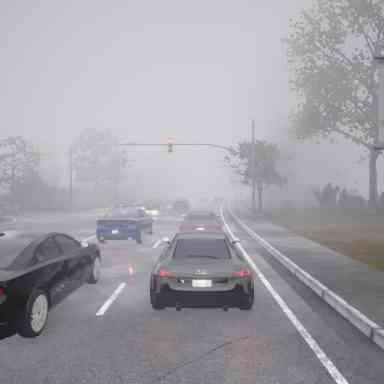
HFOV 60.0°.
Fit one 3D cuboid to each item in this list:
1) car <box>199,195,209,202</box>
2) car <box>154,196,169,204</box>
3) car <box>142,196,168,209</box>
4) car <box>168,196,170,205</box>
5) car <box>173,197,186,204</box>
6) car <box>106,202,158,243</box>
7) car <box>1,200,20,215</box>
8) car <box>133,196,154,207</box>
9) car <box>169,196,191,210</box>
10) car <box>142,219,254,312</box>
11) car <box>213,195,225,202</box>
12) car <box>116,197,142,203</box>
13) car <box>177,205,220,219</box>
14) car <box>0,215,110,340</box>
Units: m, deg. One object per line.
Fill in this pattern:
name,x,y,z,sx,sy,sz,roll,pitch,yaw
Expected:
car,2.799,1.477,77.669,1.882,1.535,5.008,0,0,9
car,-6.009,1.564,66.009,1.994,1.385,4.181,0,0,8
car,-4.960,1.491,44.558,2.128,1.511,4.902,0,0,5
car,-3.909,1.505,54.826,1.837,1.490,4.892,0,0,7
car,-2.432,1.601,66.352,1.895,1.301,4.718,0,0,8
car,-3.068,1.478,16.054,1.882,1.535,5.008,0,0,2
car,-19.862,1.493,33.365,4.902,1.511,2.128,0,0,6
car,-7.667,1.491,52.660,2.128,1.511,4.902,0,0,6
car,-1.286,1.504,42.518,1.837,1.490,4.892,1,0,5
car,0.216,1.564,7.818,1.994,1.385,4.181,0,0,1
car,5.813,1.472,74.296,1.882,1.535,5.008,0,0,9
car,-8.572,1.491,43.477,2.128,1.511,4.902,0,0,5
car,0.440,1.564,16.218,1.994,1.385,4.181,0,0,2
car,-3.303,1.478,6.655,1.882,1.535,5.008,0,0,1
